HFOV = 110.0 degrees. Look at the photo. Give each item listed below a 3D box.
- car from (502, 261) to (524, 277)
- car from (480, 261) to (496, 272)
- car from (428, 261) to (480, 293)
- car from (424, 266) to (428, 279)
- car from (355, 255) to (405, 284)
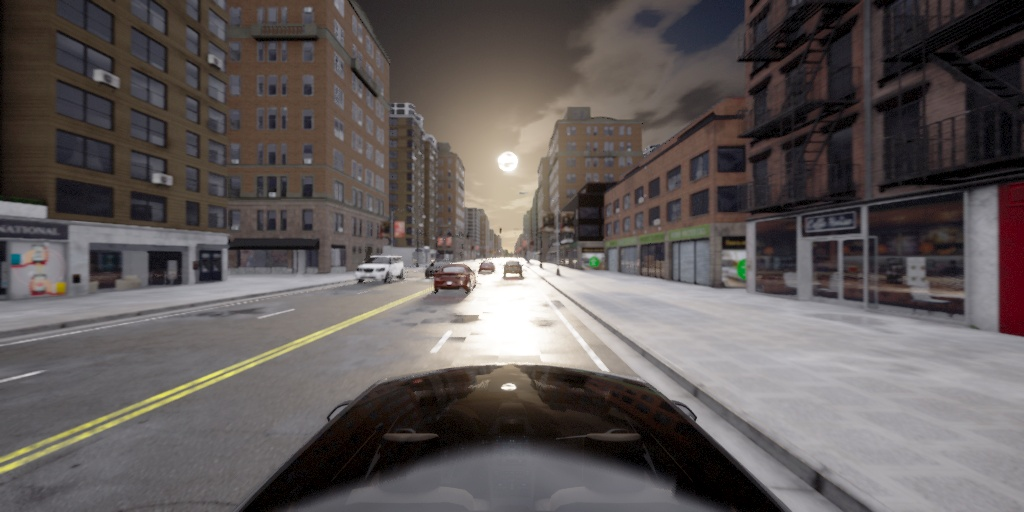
[{"bbox_3d":[0.090,1.227,34.923,1.837,1.490,4.892,0,0,0],"label":"car"},{"bbox_3d":[-3.164,1.278,46.139,1.994,1.385,4.181,0,0,0],"label":"car"},{"bbox_3d":[-3.157,1.212,20.602,1.882,1.535,5.008,0,0,0],"label":"car"},{"bbox_3d":[-6.604,1.232,32.602,1.837,1.490,4.892,0,-1,0],"label":"car"},{"bbox_3d":[-9.857,0.953,27.300,2.150,2.045,5.566,0,0,0],"label":"car"}]
